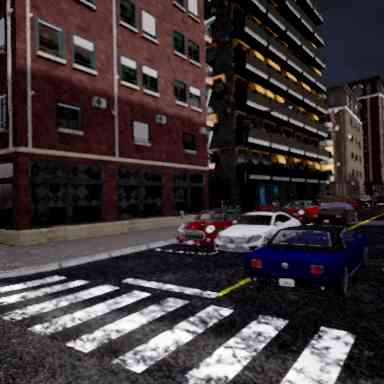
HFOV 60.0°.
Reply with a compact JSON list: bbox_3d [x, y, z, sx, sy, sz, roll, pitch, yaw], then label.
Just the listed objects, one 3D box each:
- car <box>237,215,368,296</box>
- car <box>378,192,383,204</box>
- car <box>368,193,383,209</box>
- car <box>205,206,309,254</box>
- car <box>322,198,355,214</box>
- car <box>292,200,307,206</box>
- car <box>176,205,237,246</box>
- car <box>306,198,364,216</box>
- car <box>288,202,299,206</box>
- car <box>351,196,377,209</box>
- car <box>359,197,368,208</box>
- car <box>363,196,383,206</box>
[{"bbox_3d":[3.140,1.480,8.382,1.895,1.301,4.718,-2,-1,35],"label":"car"},{"bbox_3d":[32.044,0.868,53.893,2.192,1.841,5.009,-2,-1,41],"label":"car"},{"bbox_3d":[21.814,1.148,37.769,1.837,1.490,4.892,-2,-1,39],"label":"car"},{"bbox_3d":[2.665,1.463,12.627,1.812,1.442,4.674,-2,-1,37],"label":"car"},{"bbox_3d":[14.360,1.342,32.486,1.887,1.381,4.507,-2,0,38],"label":"car"},{"bbox_3d":[7.617,1.340,23.657,1.967,1.590,4.097,-2,0,37],"label":"car"},{"bbox_3d":[1.081,1.446,14.692,1.967,1.590,4.097,-1,0,35],"label":"car"},{"bbox_3d":[9.771,1.370,22.393,2.033,1.411,5.357,-2,-1,37],"label":"car"},{"bbox_3d":[4.324,1.498,19.186,1.887,1.381,4.507,-1,0,36],"label":"car"},{"bbox_3d":[21.302,1.249,41.174,2.008,1.369,4.403,-2,-1,39],"label":"car"},{"bbox_3d":[17.808,1.329,36.850,1.802,1.307,4.206,-2,-1,38],"label":"car"},{"bbox_3d":[24.838,1.232,45.452,1.802,1.307,4.206,-2,-1,40],"label":"car"}]
